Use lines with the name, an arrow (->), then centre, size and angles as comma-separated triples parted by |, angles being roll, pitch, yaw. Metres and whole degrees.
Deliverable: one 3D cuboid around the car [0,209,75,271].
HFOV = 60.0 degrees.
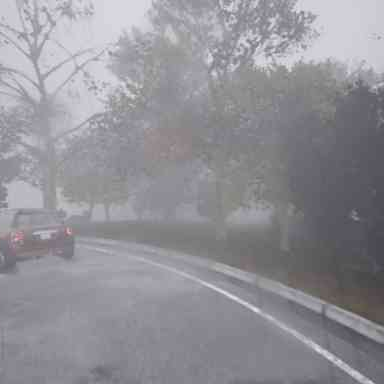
car -> -5.922, 1.344, 11.234 | 4.553, 1.767, 2.097 | -1, 1, 41
